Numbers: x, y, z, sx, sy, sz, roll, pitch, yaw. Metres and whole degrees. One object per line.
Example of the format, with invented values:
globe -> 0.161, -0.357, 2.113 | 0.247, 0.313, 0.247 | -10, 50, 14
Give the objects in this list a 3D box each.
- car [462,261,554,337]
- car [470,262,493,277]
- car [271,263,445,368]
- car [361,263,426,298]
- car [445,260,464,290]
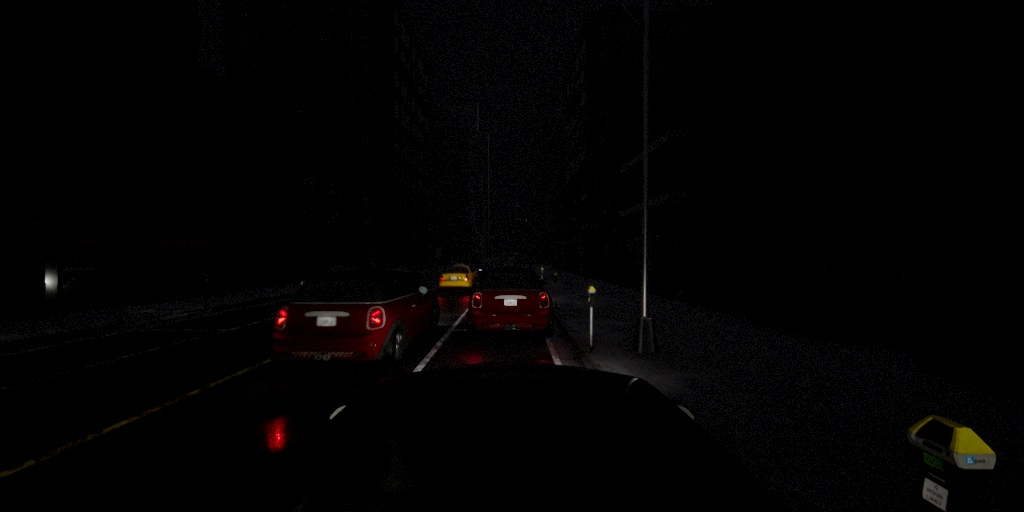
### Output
car -> -0.033, 1.100, 10.472 | 2.097, 1.767, 4.553 | 0, 0, 0
car -> -3.049, 1.299, 36.481 | 1.994, 1.385, 4.181 | 0, 0, 0
car -> -3.048, 1.099, 8.025 | 2.097, 1.767, 4.553 | 0, 0, 0
car -> -6.246, 1.222, 19.557 | 1.882, 1.535, 5.008 | 0, 0, 0
car -> -3.144, 1.199, 21.990 | 1.801, 1.575, 5.366 | 0, 0, 0
